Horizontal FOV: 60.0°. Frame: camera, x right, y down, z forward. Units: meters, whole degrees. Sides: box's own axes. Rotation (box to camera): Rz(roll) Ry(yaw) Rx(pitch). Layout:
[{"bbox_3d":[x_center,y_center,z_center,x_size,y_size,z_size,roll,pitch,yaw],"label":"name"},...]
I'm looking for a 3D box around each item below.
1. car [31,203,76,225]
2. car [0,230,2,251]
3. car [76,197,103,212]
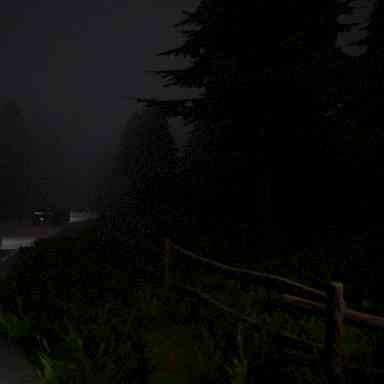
[{"bbox_3d":[-10.944,1.741,26.028,2.128,1.511,4.902,0,-1,-6],"label":"car"},{"bbox_3d":[-7.944,1.577,11.381,1.882,1.535,5.008,0,-1,-20],"label":"car"},{"bbox_3d":[-14.033,1.670,45.298,2.150,2.045,5.566,0,-1,7],"label":"car"}]
